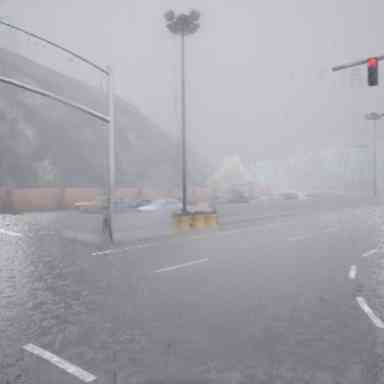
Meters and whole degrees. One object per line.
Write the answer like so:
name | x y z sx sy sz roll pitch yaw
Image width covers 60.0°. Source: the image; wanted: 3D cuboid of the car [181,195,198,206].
car | -1.233 1.116 41.338 1.994 1.385 4.181 0 1 44

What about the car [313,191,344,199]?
car | 19.879 0.766 48.361 2.128 1.511 4.902 0 1 40

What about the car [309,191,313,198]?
car | 22.476 0.641 57.659 2.128 1.511 4.902 0 1 34

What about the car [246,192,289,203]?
car | 8.254 1.045 36.035 1.812 1.442 4.674 0 1 44

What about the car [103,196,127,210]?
car | -4.515 1.219 28.011 2.128 1.511 4.902 0 1 45

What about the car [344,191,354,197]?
car | 28.772 0.555 61.287 2.128 1.511 4.902 0 1 28

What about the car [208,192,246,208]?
car | 4.155 1.097 36.845 2.033 1.411 5.357 0 1 44

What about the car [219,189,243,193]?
car | 4.529 0.710 42.204 2.150 2.045 5.566 0 1 45

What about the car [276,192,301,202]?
car | 15.758 0.742 54.249 2.128 1.511 4.902 0 1 39

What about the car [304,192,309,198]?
car | 23.795 0.586 67.095 1.994 1.385 4.181 0 1 26

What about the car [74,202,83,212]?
car | -9.242 1.194 33.182 1.882 1.535 5.008 0 1 45

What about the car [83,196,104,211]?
car | -7.118 1.253 30.345 1.812 1.442 4.674 0 1 44

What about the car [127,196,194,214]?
car | -2.298 1.262 25.270 1.812 1.442 4.674 0 1 44

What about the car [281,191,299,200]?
car | 12.619 0.864 45.580 2.128 1.511 4.902 0 1 43

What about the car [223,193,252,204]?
car | 6.795 0.912 49.589 1.812 1.442 4.674 0 1 44

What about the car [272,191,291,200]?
car | 16.577 0.644 61.251 1.882 1.535 5.008 0 1 34
